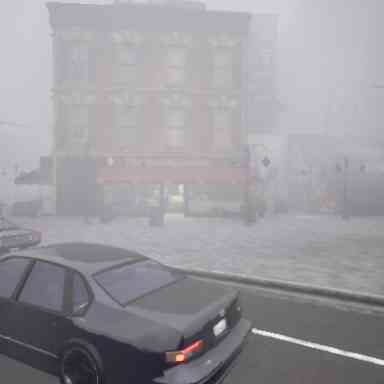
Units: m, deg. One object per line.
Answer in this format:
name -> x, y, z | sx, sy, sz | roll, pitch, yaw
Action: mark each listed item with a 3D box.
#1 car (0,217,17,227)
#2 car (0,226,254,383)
car -> -7.378, 1.462, 10.990 | 4.718, 1.301, 1.895 | 0, 1, 25
car -> -1.877, 1.493, 4.831 | 5.357, 1.411, 2.033 | 0, 1, 29
